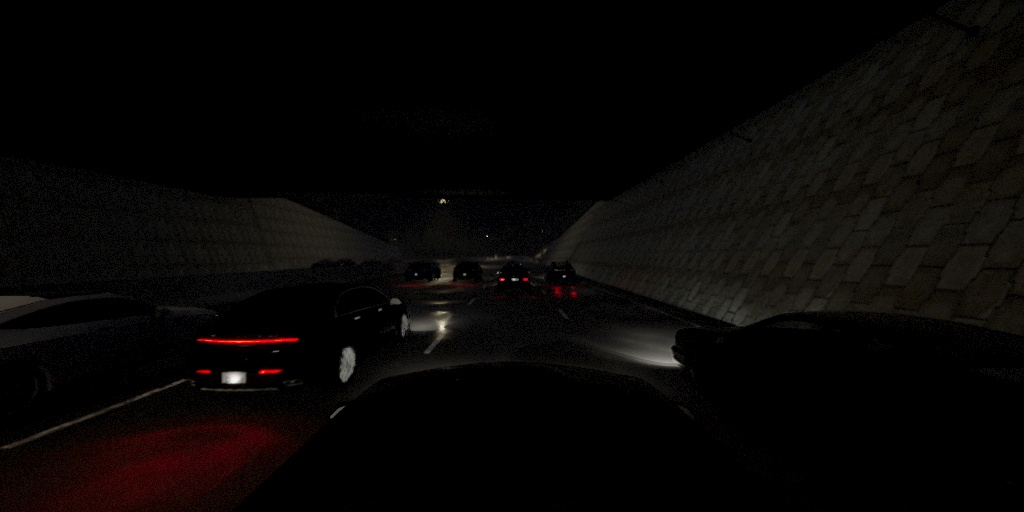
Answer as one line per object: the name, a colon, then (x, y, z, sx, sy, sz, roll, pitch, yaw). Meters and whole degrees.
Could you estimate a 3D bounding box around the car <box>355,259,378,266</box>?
car: (-21.056, 1.144, 53.654, 2.128, 1.511, 4.902, 0, 0, 0)

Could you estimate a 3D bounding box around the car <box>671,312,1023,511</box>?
car: (3.599, 1.294, 3.576, 2.033, 1.411, 5.357, 0, 0, 0)

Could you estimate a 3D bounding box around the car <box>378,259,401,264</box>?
car: (-17.560, 1.130, 53.037, 1.882, 1.535, 5.008, 0, 0, 0)

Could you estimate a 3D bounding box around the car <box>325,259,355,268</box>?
car: (-24.566, 1.131, 52.222, 1.882, 1.535, 5.008, 0, 0, 0)

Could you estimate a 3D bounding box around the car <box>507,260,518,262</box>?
car: (0.075, 1.221, 41.857, 2.033, 1.411, 5.357, 0, 0, 0)

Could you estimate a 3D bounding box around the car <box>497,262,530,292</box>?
car: (0.097, 1.261, 20.901, 2.033, 1.411, 5.357, 0, 0, 0)

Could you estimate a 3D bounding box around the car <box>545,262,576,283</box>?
car: (3.593, 1.194, 27.010, 2.128, 1.511, 4.902, 0, 0, 0)

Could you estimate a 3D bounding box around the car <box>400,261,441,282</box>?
car: (-6.908, 1.177, 28.264, 1.882, 1.535, 5.008, 0, 0, 0)

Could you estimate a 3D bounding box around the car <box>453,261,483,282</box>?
car: (-3.408, 1.177, 28.240, 1.882, 1.535, 5.008, 0, 0, 0)

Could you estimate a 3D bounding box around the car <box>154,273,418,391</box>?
car: (-3.401, 1.244, 6.807, 1.837, 1.490, 4.892, 0, 0, 0)

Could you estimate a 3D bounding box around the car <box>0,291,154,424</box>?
car: (-6.901, 1.268, 5.582, 1.812, 1.442, 4.674, 0, 0, 0)

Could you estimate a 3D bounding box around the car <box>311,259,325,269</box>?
car: (-28.052, 1.198, 54.218, 2.033, 1.411, 5.357, 0, 0, 0)
